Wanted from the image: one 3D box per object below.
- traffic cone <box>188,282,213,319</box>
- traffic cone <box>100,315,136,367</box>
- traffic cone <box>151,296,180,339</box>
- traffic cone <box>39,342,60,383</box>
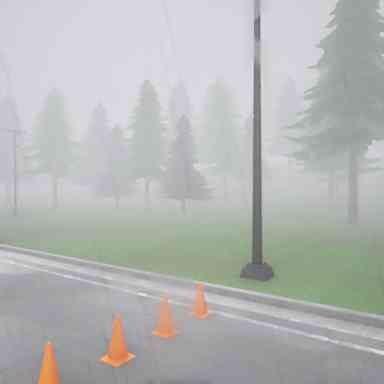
[{"bbox_3d":[0.156,1.955,6.117,0.340,0.580,0.340,0,0,35],"label":"traffic cone"},{"bbox_3d":[-0.998,1.955,4.484,0.340,0.580,0.340,0,0,35],"label":"traffic cone"},{"bbox_3d":[-0.421,1.955,5.301,0.340,0.580,0.340,0,0,35],"label":"traffic cone"},{"bbox_3d":[-1.575,1.955,3.668,0.340,0.580,0.340,0,0,35],"label":"traffic cone"}]
